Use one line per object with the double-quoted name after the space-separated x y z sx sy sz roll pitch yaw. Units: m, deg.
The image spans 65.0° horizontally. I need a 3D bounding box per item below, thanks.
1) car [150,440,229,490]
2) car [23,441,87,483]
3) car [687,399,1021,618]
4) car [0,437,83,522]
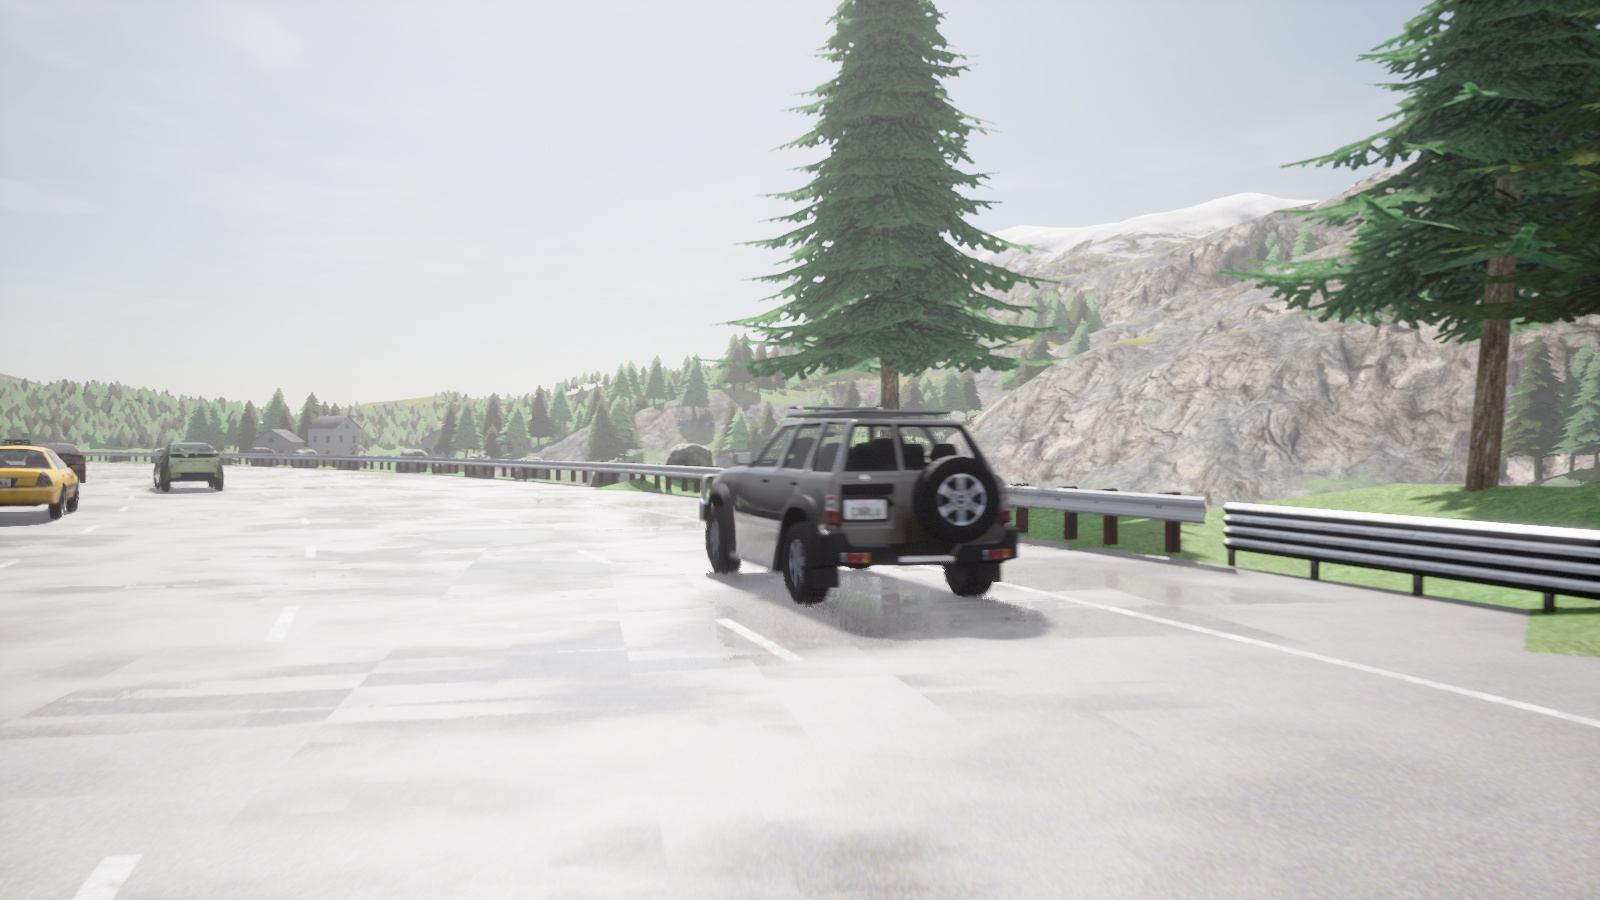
-20.024 0.451 41.073 2.007 1.525 4.514 0 0 -30 "car"
-29.171 0.431 49.103 1.882 1.535 5.008 0 0 -34 "car"
0.318 0.489 13.152 1.932 1.855 4.605 0 0 -19 "car"
-16.035 0.531 25.790 1.801 1.575 5.366 0 0 -25 "car"
